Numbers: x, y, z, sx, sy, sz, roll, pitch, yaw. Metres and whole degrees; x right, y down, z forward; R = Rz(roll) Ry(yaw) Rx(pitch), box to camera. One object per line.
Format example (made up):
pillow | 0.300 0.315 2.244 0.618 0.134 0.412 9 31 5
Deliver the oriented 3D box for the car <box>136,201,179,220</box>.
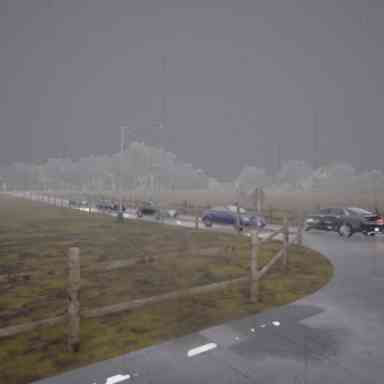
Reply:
car | -2.966 1.486 27.922 2.128 1.511 4.902 1 -1 -36

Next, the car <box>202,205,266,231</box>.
car | 2.419 1.522 20.437 1.812 1.442 4.674 1 -1 -35

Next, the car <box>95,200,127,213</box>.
car | -8.771 1.516 35.937 1.895 1.301 4.718 1 0 -36

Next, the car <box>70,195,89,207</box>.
car | -15.119 1.228 44.773 2.128 1.511 4.902 1 0 -36

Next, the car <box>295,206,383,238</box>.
car | 7.668 1.530 17.842 1.837 1.490 4.892 3 -2 -25
